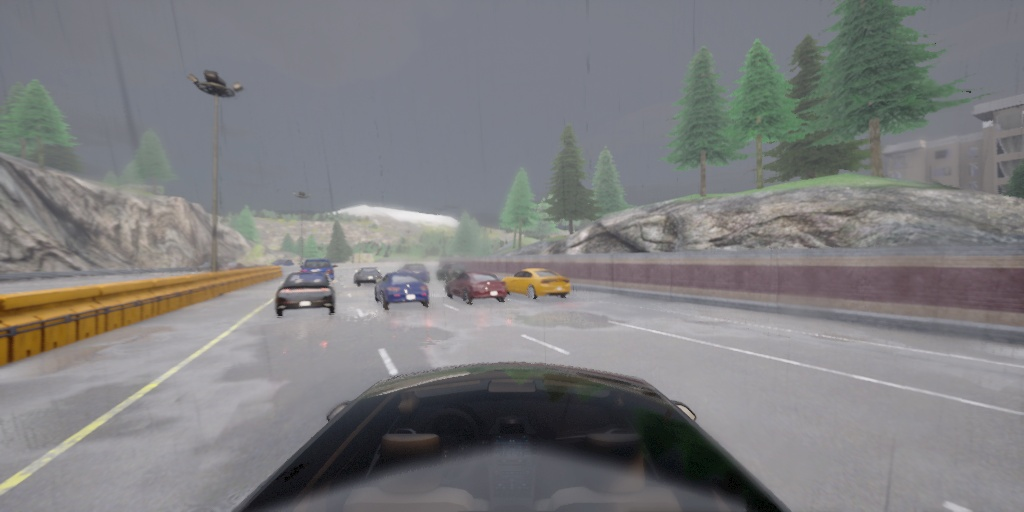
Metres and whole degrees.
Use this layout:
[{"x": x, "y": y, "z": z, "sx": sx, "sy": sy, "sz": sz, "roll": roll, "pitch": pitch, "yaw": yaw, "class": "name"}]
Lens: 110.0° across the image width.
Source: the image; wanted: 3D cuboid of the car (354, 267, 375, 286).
[{"x": -11.555, "y": 1.599, "z": 28.847, "sx": 1.994, "sy": 1.385, "sz": 4.181, "roll": 0, "pitch": -1, "yaw": -26, "class": "car"}]

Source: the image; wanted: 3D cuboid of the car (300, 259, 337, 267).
[{"x": -14.280, "y": 1.231, "z": 26.457, "sx": 2.150, "sy": 2.045, "sz": 5.566, "roll": 0, "pitch": 0, "yaw": -27, "class": "car"}]

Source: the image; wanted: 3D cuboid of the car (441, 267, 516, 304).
[{"x": -1.810, "y": 1.445, "z": 17.457, "sx": 1.812, "sy": 1.442, "sz": 4.674, "roll": 0, "pitch": 0, "yaw": -27, "class": "car"}]

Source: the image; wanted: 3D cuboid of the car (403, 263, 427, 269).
[{"x": -8.414, "y": 1.405, "z": 30.394, "sx": 2.097, "sy": 1.767, "sz": 4.553, "roll": 0, "pitch": -1, "yaw": -26, "class": "car"}]

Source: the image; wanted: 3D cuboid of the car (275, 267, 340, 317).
[{"x": -7.864, "y": 1.368, "z": 13.916, "sx": 2.128, "sy": 1.511, "sz": 4.902, "roll": 0, "pitch": -1, "yaw": -27, "class": "car"}]

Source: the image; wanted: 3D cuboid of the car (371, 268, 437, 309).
[{"x": -4.927, "y": 1.425, "z": 15.865, "sx": 1.812, "sy": 1.442, "sz": 4.674, "roll": 0, "pitch": 0, "yaw": -27, "class": "car"}]

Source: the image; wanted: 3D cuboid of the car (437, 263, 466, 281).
[{"x": -5.298, "y": 1.426, "z": 31.988, "sx": 2.097, "sy": 1.767, "sz": 4.553, "roll": 0, "pitch": -1, "yaw": -26, "class": "car"}]

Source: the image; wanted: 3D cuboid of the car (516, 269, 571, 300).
[{"x": 1.148, "y": 1.421, "z": 19.369, "sx": 1.882, "sy": 1.535, "sz": 5.008, "roll": 0, "pitch": 0, "yaw": -27, "class": "car"}]
